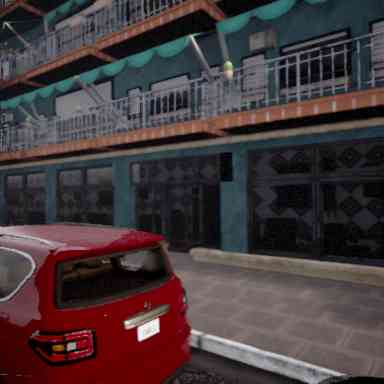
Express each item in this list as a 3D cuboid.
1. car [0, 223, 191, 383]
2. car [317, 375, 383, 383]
[{"bbox_3d":[-2.337,1.342,4.403,5.009,1.841,2.192,0,-1,36],"label":"car"},{"bbox_3d":[2.271,1.558,1.111,4.313,1.339,1.947,0,-1,36],"label":"car"}]
